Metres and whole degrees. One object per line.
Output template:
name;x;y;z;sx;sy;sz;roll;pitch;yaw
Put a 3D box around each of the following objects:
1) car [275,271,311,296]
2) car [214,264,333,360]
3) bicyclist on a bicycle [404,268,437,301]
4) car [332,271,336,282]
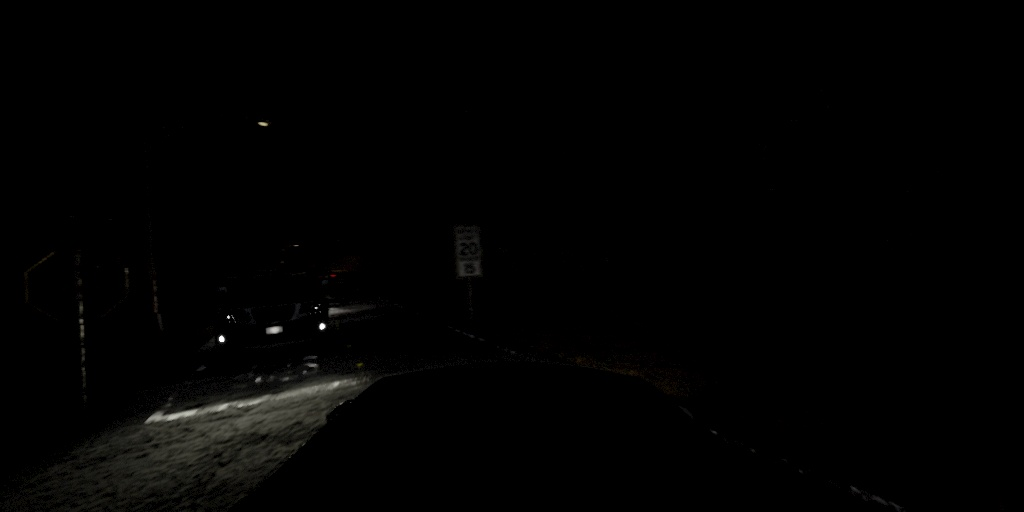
car;-16.818;2.046;27.621;2.128;1.511;4.902;-3;0;-30
car;-6.455;1.284;9.973;2.150;2.045;5.566;-3;0;-31
bicyclist on a bicycle;-4.526;1.407;17.778;1.656;1.620;0.582;-2;-1;-30
car;-21.350;2.306;41.105;2.033;1.411;5.357;-3;0;-30
